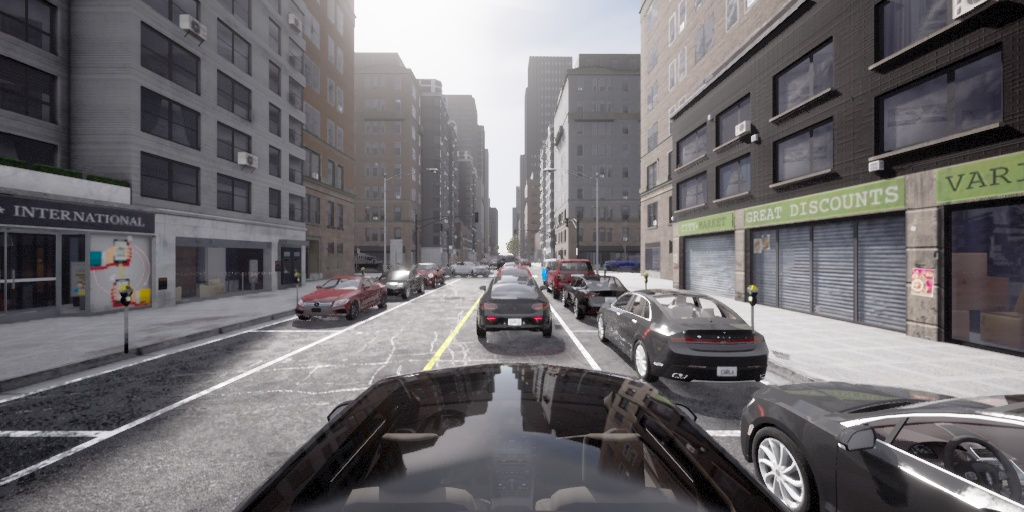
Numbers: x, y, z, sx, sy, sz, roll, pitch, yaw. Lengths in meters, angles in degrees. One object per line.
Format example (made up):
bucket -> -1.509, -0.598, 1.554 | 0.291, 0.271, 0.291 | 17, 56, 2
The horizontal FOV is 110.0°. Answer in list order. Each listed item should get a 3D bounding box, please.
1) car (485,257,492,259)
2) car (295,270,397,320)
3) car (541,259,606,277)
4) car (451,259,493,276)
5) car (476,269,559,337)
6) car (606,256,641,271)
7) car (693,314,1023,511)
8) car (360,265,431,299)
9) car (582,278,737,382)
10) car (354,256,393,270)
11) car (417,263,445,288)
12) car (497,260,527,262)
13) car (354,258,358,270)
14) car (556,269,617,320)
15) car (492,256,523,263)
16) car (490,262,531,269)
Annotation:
car -> -3.221, 1.315, 62.041 | 2.033, 1.411, 5.357 | 0, 0, -1
car -> -5.664, 1.331, 12.466 | 1.802, 1.307, 4.207 | 0, 0, 0
car -> 2.863, 1.064, 17.996 | 2.192, 1.841, 5.009 | 0, 0, 0
car -> -4.469, 1.270, 36.885 | 4.674, 1.442, 1.812 | 0, -1, 44
car -> 0.040, 1.275, 10.140 | 1.812, 1.442, 4.674 | 0, 0, -1
car -> 14.843, 0.959, 47.050 | 5.566, 2.045, 2.150 | 0, 0, 2
car -> 2.859, 1.300, 1.425 | 2.007, 1.370, 4.403 | 0, 0, 0
car -> -5.663, 1.315, 17.991 | 1.948, 1.339, 4.313 | 0, 0, 0
car -> 2.860, 1.300, 6.948 | 2.007, 1.370, 4.403 | 0, 0, 0
car -> -17.273, 0.985, 43.451 | 5.566, 2.045, 2.150 | 0, 0, 0
car -> -5.661, 1.189, 23.516 | 1.967, 1.591, 4.097 | 0, 0, 0
car -> 0.071, 1.254, 27.703 | 1.837, 1.490, 4.892 | 0, 0, 2
car -> -20.507, 1.242, 40.185 | 5.008, 1.535, 1.882 | 0, 0, 0
car -> 2.862, 1.315, 12.472 | 1.948, 1.339, 4.313 | 0, 0, 0
car -> -0.564, 0.976, 52.487 | 2.150, 2.045, 5.566 | 1, 0, 17
car -> 0.103, 1.227, 17.531 | 1.882, 1.535, 5.008 | 0, 0, 0
